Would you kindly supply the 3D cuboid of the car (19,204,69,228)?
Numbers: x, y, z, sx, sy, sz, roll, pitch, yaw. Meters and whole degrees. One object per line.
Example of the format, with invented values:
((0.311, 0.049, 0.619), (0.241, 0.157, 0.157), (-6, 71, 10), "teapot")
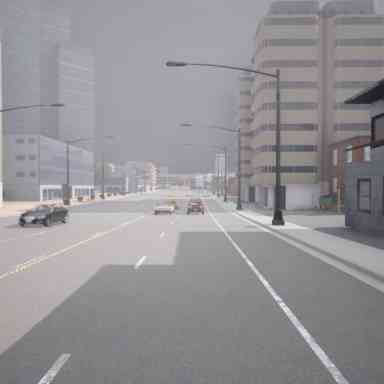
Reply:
((-10.379, 1.629, 23.651), (2.128, 1.511, 4.902), (0, -1, 1), "car")

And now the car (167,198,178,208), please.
((-3.015, 1.613, 47.646), (1.882, 1.535, 5.008), (0, 1, 1), "car")

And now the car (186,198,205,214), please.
((0.428, 1.743, 37.936), (1.812, 1.442, 4.674), (0, 0, 1), "car")

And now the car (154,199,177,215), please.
((-3.083, 1.819, 37.590), (1.895, 1.301, 4.718), (0, 0, 1), "car")

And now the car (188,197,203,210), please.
((0.494, 1.620, 48.151), (2.128, 1.511, 4.902), (0, 1, 1), "car")
